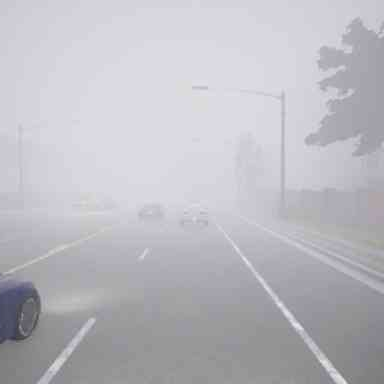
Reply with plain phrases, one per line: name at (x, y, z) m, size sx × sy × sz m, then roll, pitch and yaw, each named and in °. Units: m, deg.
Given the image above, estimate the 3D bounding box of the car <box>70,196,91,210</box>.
car at (-13.973, 1.372, 42.688) m, size 2.097 × 1.767 × 4.553 m, roll 0°, pitch 0°, yaw 1°

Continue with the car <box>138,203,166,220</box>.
car at (-3.341, 1.587, 28.445) m, size 1.994 × 1.385 × 4.181 m, roll 0°, pitch 0°, yaw 0°

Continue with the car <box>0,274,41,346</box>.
car at (-3.400, 1.525, 3.546) m, size 1.812 × 1.442 × 4.674 m, roll 0°, pitch 0°, yaw 0°

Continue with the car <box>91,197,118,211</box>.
car at (-10.479, 1.518, 41.424) m, size 2.128 × 1.511 × 4.902 m, roll 0°, pitch 0°, yaw 0°

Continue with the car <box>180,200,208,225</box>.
car at (0.148, 1.549, 23.988) m, size 1.812 × 1.442 × 4.674 m, roll 0°, pitch 0°, yaw 0°

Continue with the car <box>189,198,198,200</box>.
car at (0.209, 1.597, 52.069) m, size 2.033 × 1.411 × 5.357 m, roll 0°, pitch 0°, yaw 0°
